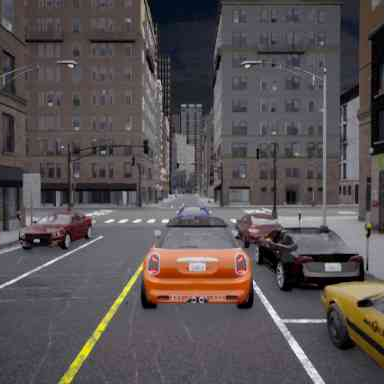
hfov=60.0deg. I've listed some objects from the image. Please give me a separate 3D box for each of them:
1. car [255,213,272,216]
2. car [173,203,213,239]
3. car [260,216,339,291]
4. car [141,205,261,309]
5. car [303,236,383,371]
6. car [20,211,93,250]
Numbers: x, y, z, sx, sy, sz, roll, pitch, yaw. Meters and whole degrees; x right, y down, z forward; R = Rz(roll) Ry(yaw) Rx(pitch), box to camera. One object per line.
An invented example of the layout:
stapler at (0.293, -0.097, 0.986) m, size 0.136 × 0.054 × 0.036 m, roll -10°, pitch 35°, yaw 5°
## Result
car at (2.866, 1.574, 14.418) m, size 1.802 × 1.307 × 4.206 m, roll -1°, pitch 0°, yaw 0°
car at (0.099, 1.468, 18.317) m, size 1.882 × 1.535 × 5.008 m, roll 0°, pitch 0°, yaw 1°
car at (2.866, 1.561, 8.832) m, size 1.947 × 1.339 × 4.313 m, roll -1°, pitch 0°, yaw 0°
car at (0.097, 1.348, 8.028) m, size 2.097 × 1.767 × 4.553 m, roll 0°, pitch 0°, yaw 0°
car at (2.866, 1.524, 3.416) m, size 1.752 × 1.417 × 4.829 m, roll -1°, pitch 0°, yaw 0°
car at (-5.680, 1.537, 14.414) m, size 1.887 × 1.381 × 4.507 m, roll -1°, pitch 0°, yaw 0°
